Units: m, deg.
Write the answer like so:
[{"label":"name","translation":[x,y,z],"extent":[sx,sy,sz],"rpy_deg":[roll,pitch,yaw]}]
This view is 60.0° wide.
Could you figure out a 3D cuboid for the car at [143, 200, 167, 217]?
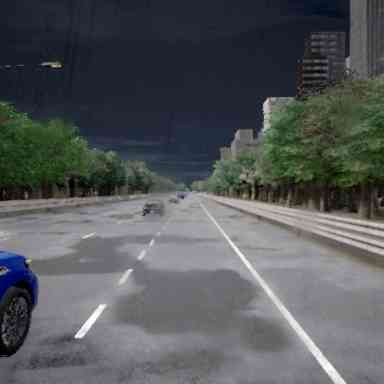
[{"label":"car","translation":[-3.540,1.506,31.980],"extent":[1.837,1.490,4.892],"rpy_deg":[0,0,0]}]

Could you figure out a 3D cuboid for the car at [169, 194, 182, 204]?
[{"label":"car","translation":[-3.593,1.650,67.638],"extent":[1.895,1.301,4.718],"rpy_deg":[0,0,0]}]

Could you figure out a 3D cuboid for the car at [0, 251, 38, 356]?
[{"label":"car","translation":[-3.493,1.207,2.875],"extent":[2.150,2.045,5.566],"rpy_deg":[0,0,0]}]
